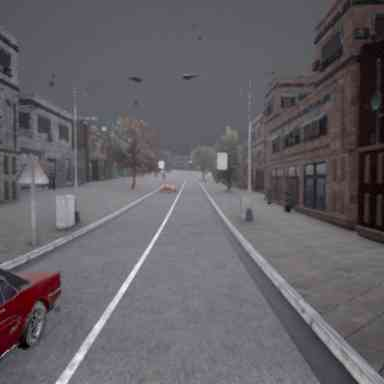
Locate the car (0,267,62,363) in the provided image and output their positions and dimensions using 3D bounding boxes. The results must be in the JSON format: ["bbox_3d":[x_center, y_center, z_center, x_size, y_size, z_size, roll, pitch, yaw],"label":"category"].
[{"bbox_3d":[-3.110,1.572,3.386,1.895,1.301,4.718,0,1,0],"label":"car"}]

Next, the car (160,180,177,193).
[{"bbox_3d":[-3.232,-0.821,45.516,2.097,1.767,4.553,0,4,0],"label":"car"}]
